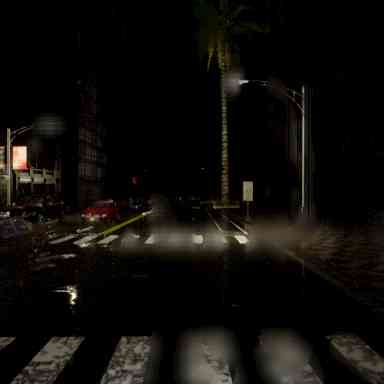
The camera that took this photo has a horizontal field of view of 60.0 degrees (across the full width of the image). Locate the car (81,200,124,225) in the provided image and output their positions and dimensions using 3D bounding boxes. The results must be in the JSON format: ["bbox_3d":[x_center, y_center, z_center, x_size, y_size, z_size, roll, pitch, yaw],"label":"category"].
[{"bbox_3d":[-6.501,1.531,24.069,1.812,1.442,4.674,0,0,0],"label":"car"}]

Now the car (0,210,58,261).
[{"bbox_3d":[-6.555,1.548,10.772,2.033,1.411,5.357,0,0,0],"label":"car"}]

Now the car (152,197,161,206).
[{"bbox_3d":[-6.287,1.570,56.937,1.812,1.442,4.674,0,0,0],"label":"car"}]

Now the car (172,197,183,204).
[{"bbox_3d":[-2.896,1.633,67.667,1.994,1.385,4.181,0,0,0],"label":"car"}]

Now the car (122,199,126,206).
[{"bbox_3d":[-9.628,1.630,49.023,1.895,1.301,4.718,0,0,1],"label":"car"}]

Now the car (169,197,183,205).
[{"bbox_3d":[-2.935,1.610,57.709,1.994,1.385,4.181,0,0,1],"label":"car"}]

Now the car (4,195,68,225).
[{"bbox_3d":[-9.770,1.225,21.118,2.150,2.045,5.566,0,0,0],"label":"car"}]

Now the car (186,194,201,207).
[{"bbox_3d":[0.209,1.259,53.417,2.150,2.045,5.566,0,0,0],"label":"car"}]

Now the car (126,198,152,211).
[{"bbox_3d":[-6.432,1.524,40.974,1.837,1.490,4.892,0,-1,0],"label":"car"}]
